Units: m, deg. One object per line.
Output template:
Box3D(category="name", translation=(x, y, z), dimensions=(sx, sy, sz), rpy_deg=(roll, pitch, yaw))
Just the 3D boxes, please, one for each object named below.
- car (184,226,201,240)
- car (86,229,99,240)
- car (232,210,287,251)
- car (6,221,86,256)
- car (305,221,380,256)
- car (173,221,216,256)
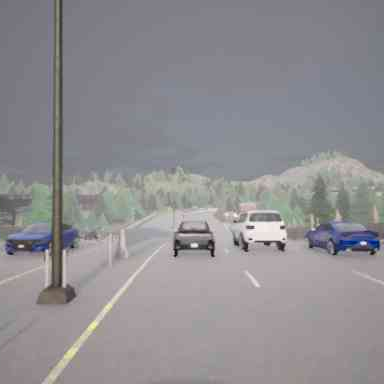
Box3D(category="car", translation=(0.083, 4.828, 38.749), dimensions=(1.837, 1.490, 4.892), rpy_deg=(0, -8, 0))
Box3D(category="car", translation=(-14.090, 5.767, 45.496), dimensions=(1.812, 1.442, 4.674), rpy_deg=(0, -8, 0))
Box3D(category="car", translation=(3.592, 2.090, 18.517), dimensions=(2.150, 2.045, 5.566), rpy_deg=(0, -5, 0))
Box3D(category="car", translation=(-7.105, 2.172, 16.345), dimensions=(1.882, 1.535, 5.008), rpy_deg=(0, -4, 0))
Box3D(category="car", translation=(7.093, 2.165, 16.241), dimensions=(1.882, 1.535, 5.008), rpy_deg=(0, -4, 0))
Box3D(category="car", translation=(0.093, 2.162, 16.036), dimensions=(2.128, 1.511, 4.902), rpy_deg=(0, -4, 0))
